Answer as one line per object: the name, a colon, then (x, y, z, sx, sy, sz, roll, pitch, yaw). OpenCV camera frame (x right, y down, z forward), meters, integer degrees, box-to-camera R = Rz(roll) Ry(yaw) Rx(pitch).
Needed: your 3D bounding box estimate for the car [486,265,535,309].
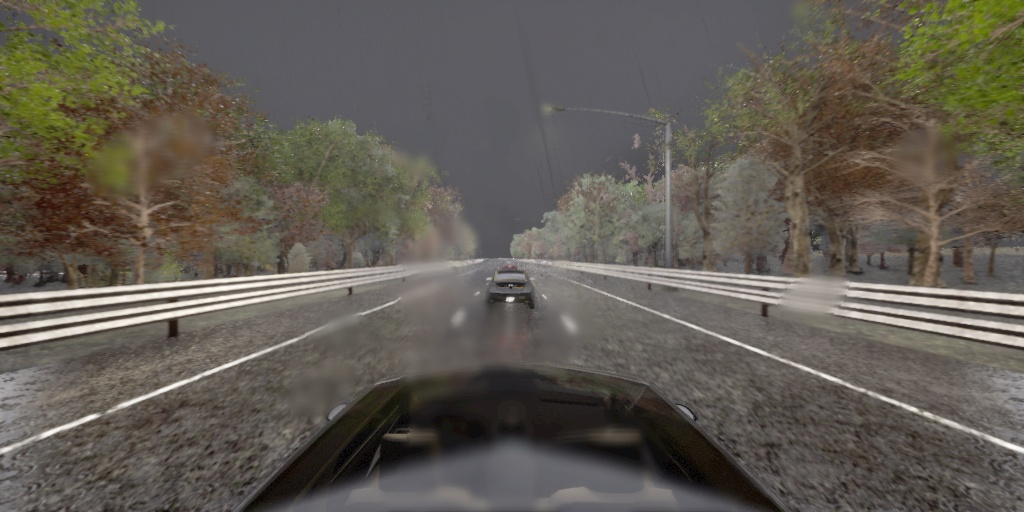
car: (-0.056, 1.324, 15.406, 1.837, 1.490, 4.892, 0, 0, 0)

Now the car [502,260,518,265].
car: (-0.285, 1.325, 47.188, 2.097, 1.767, 4.553, 0, 0, -1)
